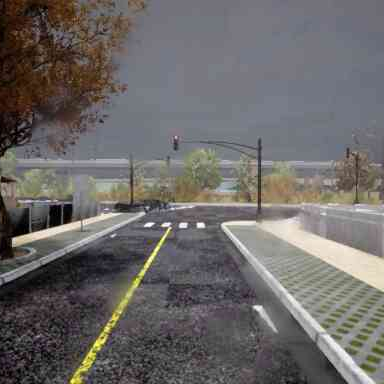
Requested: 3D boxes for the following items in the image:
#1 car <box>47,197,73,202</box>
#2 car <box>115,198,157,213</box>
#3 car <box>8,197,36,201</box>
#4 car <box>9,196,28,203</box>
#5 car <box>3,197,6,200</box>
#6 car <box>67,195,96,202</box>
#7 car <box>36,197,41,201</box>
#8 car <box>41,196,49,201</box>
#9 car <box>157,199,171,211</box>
[{"bbox_3d":[-18.161,1.803,47.402,4.674,1.442,1.812,-1,2,36],"label":"car"},{"bbox_3d":[-7.035,1.672,39.312,4.902,1.511,2.128,0,2,36],"label":"car"},{"bbox_3d":[-31.254,1.652,61.035,4.553,1.767,2.097,-1,2,36],"label":"car"},{"bbox_3d":[-38.984,1.680,74.694,4.718,1.301,1.895,-1,2,36],"label":"car"},{"bbox_3d":[-40.872,1.695,72.047,4.892,1.490,1.837,-1,2,36],"label":"car"},{"bbox_3d":[-16.931,1.396,50.510,5.566,2.045,2.150,-1,1,36],"label":"car"},{"bbox_3d":[-32.660,1.746,66.085,4.674,1.442,1.812,-1,2,36],"label":"car"},{"bbox_3d":[-30.859,1.630,68.791,4.674,1.442,1.812,-1,2,36],"label":"car"},{"bbox_3d":[-4.898,1.573,41.773,4.892,1.490,1.837,0,2,36],"label":"car"}]
